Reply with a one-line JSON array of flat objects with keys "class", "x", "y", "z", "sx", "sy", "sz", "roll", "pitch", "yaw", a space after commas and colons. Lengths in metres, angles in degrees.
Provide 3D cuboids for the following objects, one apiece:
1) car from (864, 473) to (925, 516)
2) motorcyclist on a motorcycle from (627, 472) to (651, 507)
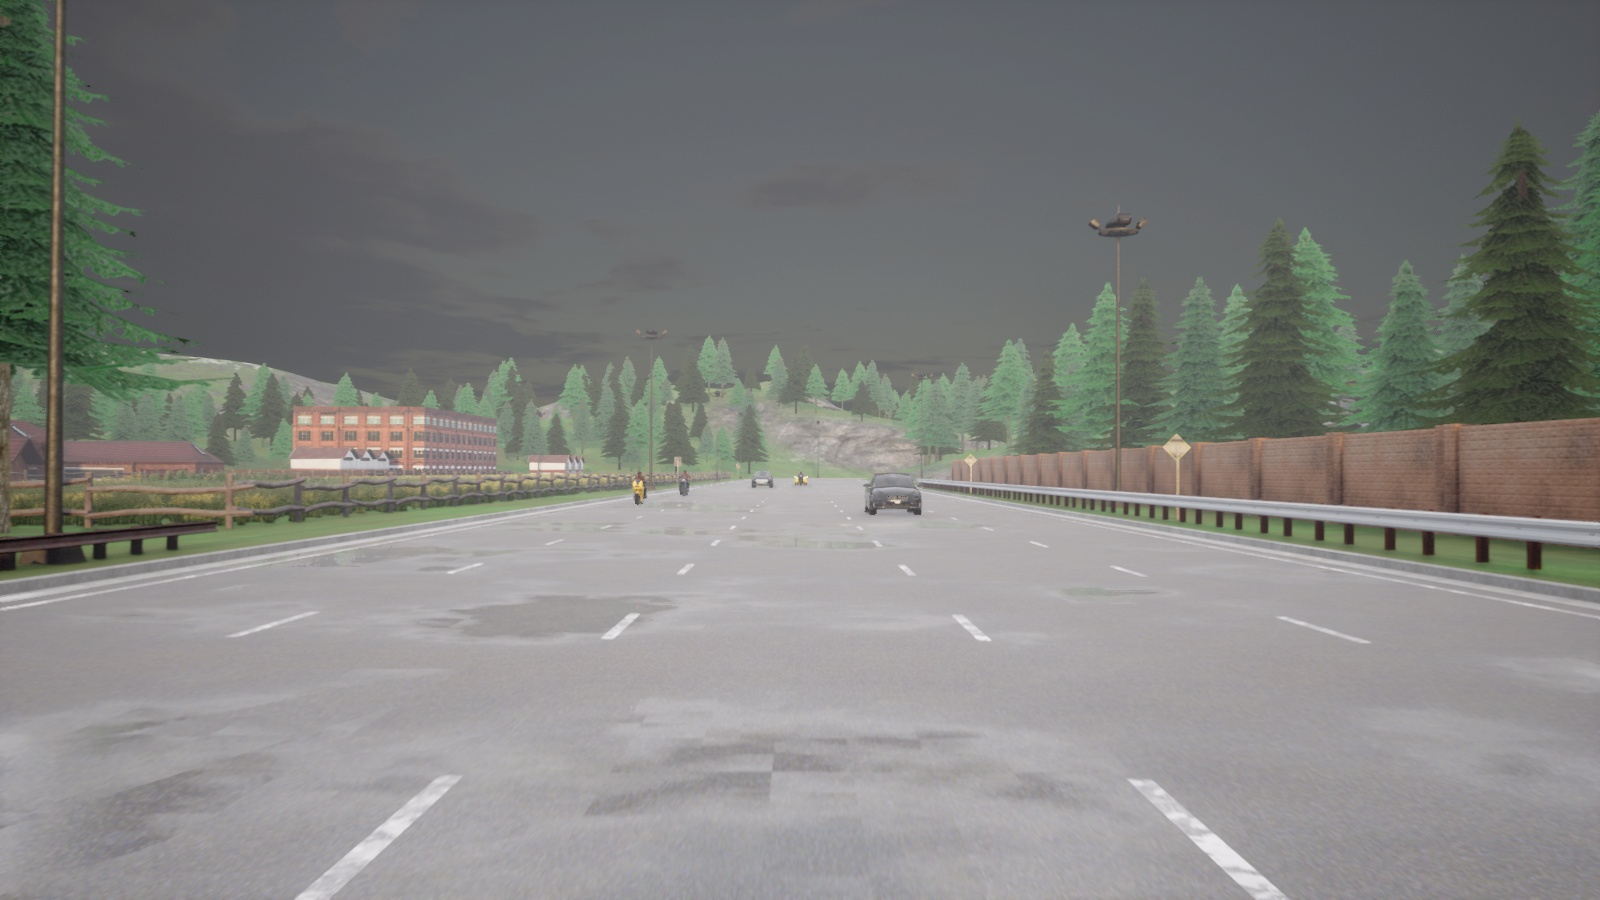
[{"class": "car", "x": 3.389, "y": 1.573, "z": 45.827, "sx": 1.837, "sy": 1.490, "sz": 4.892, "roll": 0, "pitch": -1, "yaw": 0}, {"class": "motorcyclist on a motorcycle", "x": -7.132, "y": 1.760, "z": 55.816, "sx": 0.797, "sy": 1.523, "sz": 2.044, "roll": 0, "pitch": -1, "yaw": 0}]
